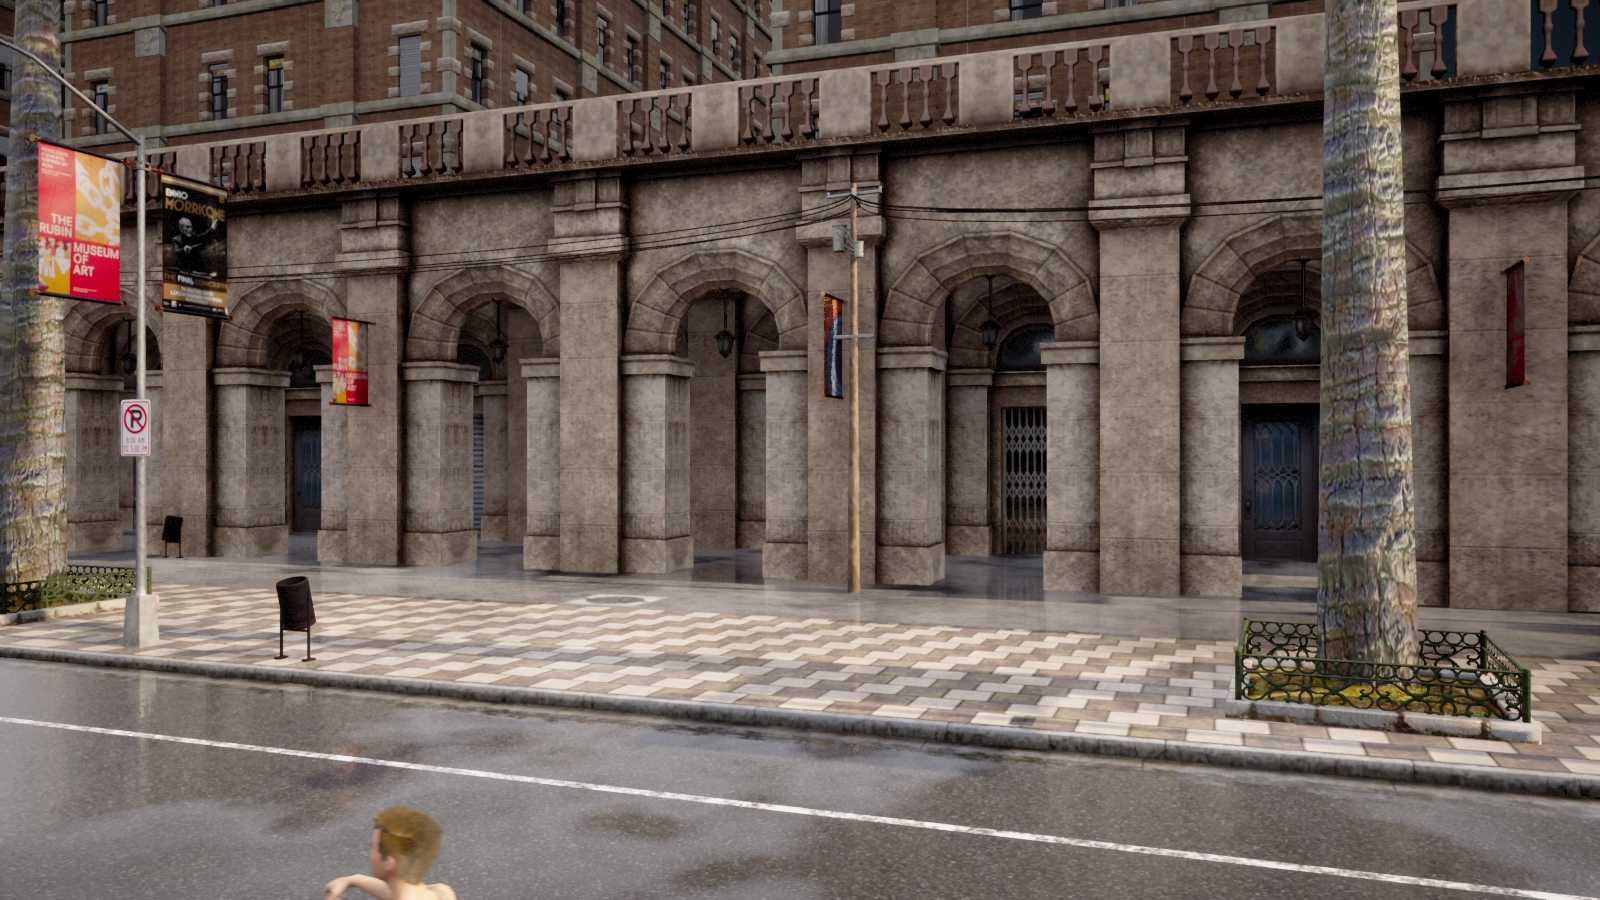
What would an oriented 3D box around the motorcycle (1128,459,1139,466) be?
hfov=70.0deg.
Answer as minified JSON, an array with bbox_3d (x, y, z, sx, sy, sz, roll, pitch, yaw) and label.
[{"bbox_3d":[59.393,2.187,203.435,1.805,1.236,0.856,0,0,20],"label":"motorcycle"}]

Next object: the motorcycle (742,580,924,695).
[{"bbox_3d":[0.395,2.215,13.714,2.033,1.145,0.803,0,0,20],"label":"motorcycle"}]
